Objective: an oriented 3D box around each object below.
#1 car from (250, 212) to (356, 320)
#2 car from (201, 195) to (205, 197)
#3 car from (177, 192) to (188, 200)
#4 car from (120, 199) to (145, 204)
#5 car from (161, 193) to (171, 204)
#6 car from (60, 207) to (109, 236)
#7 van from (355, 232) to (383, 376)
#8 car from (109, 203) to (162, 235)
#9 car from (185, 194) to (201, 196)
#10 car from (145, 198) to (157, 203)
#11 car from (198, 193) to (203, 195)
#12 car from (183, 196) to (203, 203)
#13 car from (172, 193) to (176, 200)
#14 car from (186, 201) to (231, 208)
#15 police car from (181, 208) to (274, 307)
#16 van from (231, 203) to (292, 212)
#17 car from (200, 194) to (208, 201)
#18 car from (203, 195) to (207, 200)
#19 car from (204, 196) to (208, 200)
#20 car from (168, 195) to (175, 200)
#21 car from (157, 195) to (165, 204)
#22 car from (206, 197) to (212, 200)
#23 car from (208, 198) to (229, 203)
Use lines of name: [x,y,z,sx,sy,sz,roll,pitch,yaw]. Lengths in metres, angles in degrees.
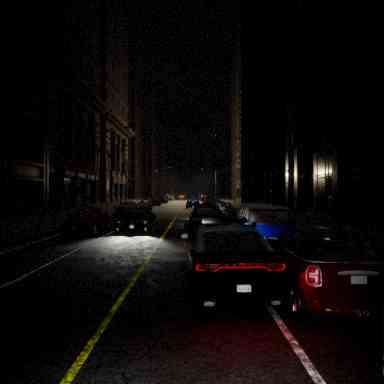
car: [2.694,1.441,7.298,1.967,1.590,4.097,1,0,0]
car: [2.799,1.523,52.296,1.887,1.381,4.507,1,0,0]
car: [-2.792,1.147,89.020,2.150,2.045,5.566,0,0,0]
car: [-5.780,1.547,29.812,2.008,1.369,4.403,1,0,0]
car: [-5.699,1.404,63.559,1.967,1.590,4.097,1,0,0]
car: [-5.806,1.544,18.563,1.887,1.381,4.507,1,0,0]
van: [2.681,1.341,1.673,1.690,1.788,3.998,1,0,0]
car: [-3.057,1.564,18.831,1.994,1.385,4.181,0,0,0]
car: [0.135,1.521,56.622,2.033,1.411,5.357,0,0,0]
car: [-5.754,1.514,40.891,1.752,1.417,4.829,1,0,0]
car: [2.852,1.492,74.795,1.887,1.381,4.507,1,0,0]
car: [0.136,1.587,44.492,1.895,1.301,4.718,0,0,1]
car: [-5.661,1.505,80.432,1.947,1.339,4.313,1,0,0]
car: [0.784,1.478,18.136,1.882,1.535,5.008,0,0,0]
police car: [0.772,1.427,8.209,1.930,1.638,5.238,0,0,-2]
van: [2.708,1.342,12.923,1.690,1.788,3.998,1,0,0]
car: [2.866,1.379,80.420,1.967,1.590,4.097,1,0,0]
car: [2.786,1.529,46.671,1.887,1.381,4.507,1,0,0]
car: [2.772,1.534,41.046,1.887,1.381,4.507,1,0,0]
car: [-5.634,1.447,91.511,1.752,1.417,4.829,1,0,0]
car: [-5.727,1.560,52.310,1.802,1.307,4.206,1,0,0]
car: [2.759,1.538,35.422,1.887,1.381,4.507,1,0,0]
car: [2.746,1.547,29.797,2.008,1.369,4.403,1,0,0]
